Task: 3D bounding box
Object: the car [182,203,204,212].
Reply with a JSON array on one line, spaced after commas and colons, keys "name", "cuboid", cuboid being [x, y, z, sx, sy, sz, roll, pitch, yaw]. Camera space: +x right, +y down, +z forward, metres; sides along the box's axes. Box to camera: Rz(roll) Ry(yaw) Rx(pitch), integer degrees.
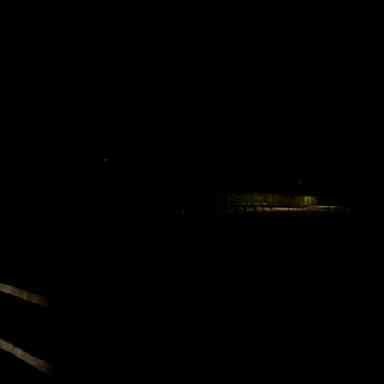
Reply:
[{"name": "car", "cuboid": [0.197, 2.532, 54.481, 1.994, 1.385, 4.181, 1, -1, 36]}]
